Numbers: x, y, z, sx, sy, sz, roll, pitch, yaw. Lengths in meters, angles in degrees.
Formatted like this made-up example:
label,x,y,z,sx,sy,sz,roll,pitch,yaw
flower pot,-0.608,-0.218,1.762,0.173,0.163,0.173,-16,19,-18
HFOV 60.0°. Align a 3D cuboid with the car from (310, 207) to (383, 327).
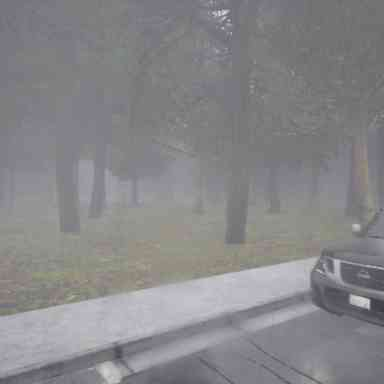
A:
label,x,y,z,sx,sy,sz,roll,pitch,yaw
car,4.664,1.221,6.385,5.566,2.045,2.150,0,0,-35
